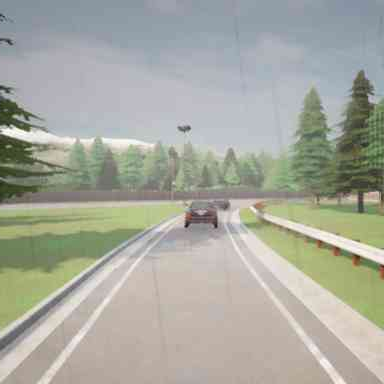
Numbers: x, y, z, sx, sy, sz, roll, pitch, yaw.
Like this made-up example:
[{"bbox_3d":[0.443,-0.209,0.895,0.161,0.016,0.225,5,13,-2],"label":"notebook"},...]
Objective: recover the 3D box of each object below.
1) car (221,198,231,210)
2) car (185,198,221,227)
[{"bbox_3d":[3.818,1.506,42.579,2.128,1.511,4.902,0,0,14],"label":"car"},{"bbox_3d":[0.714,1.361,22.768,2.097,1.767,4.553,0,0,4],"label":"car"}]
